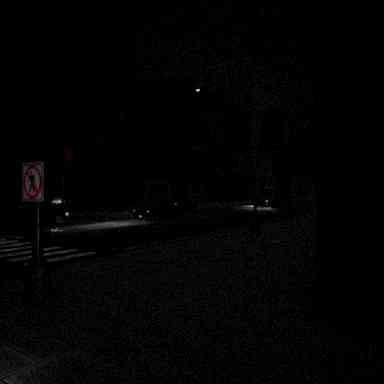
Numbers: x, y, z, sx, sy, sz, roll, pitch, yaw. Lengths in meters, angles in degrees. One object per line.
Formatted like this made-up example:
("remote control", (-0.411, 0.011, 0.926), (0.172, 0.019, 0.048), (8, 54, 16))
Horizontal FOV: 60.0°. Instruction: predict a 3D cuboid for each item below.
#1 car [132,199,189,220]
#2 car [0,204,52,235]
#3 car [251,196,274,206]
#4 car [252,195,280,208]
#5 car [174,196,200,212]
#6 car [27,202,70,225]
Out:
("car", (-2.603, 1.514, 26.839), (1.895, 1.301, 4.718), (0, 0, 35))
("car", (-9.584, 1.528, 16.575), (1.994, 1.385, 4.181), (0, 0, 30))
("car", (10.892, 1.368, 51.385), (1.994, 1.385, 4.181), (0, 0, 35))
("car", (10.138, 1.170, 44.785), (2.097, 1.767, 4.553), (0, 0, 36))
("car", (-1.143, 1.242, 34.528), (2.097, 1.767, 4.553), (0, 0, 35))
("car", (-10.334, 1.461, 21.535), (1.837, 1.490, 4.892), (0, 0, 35))
